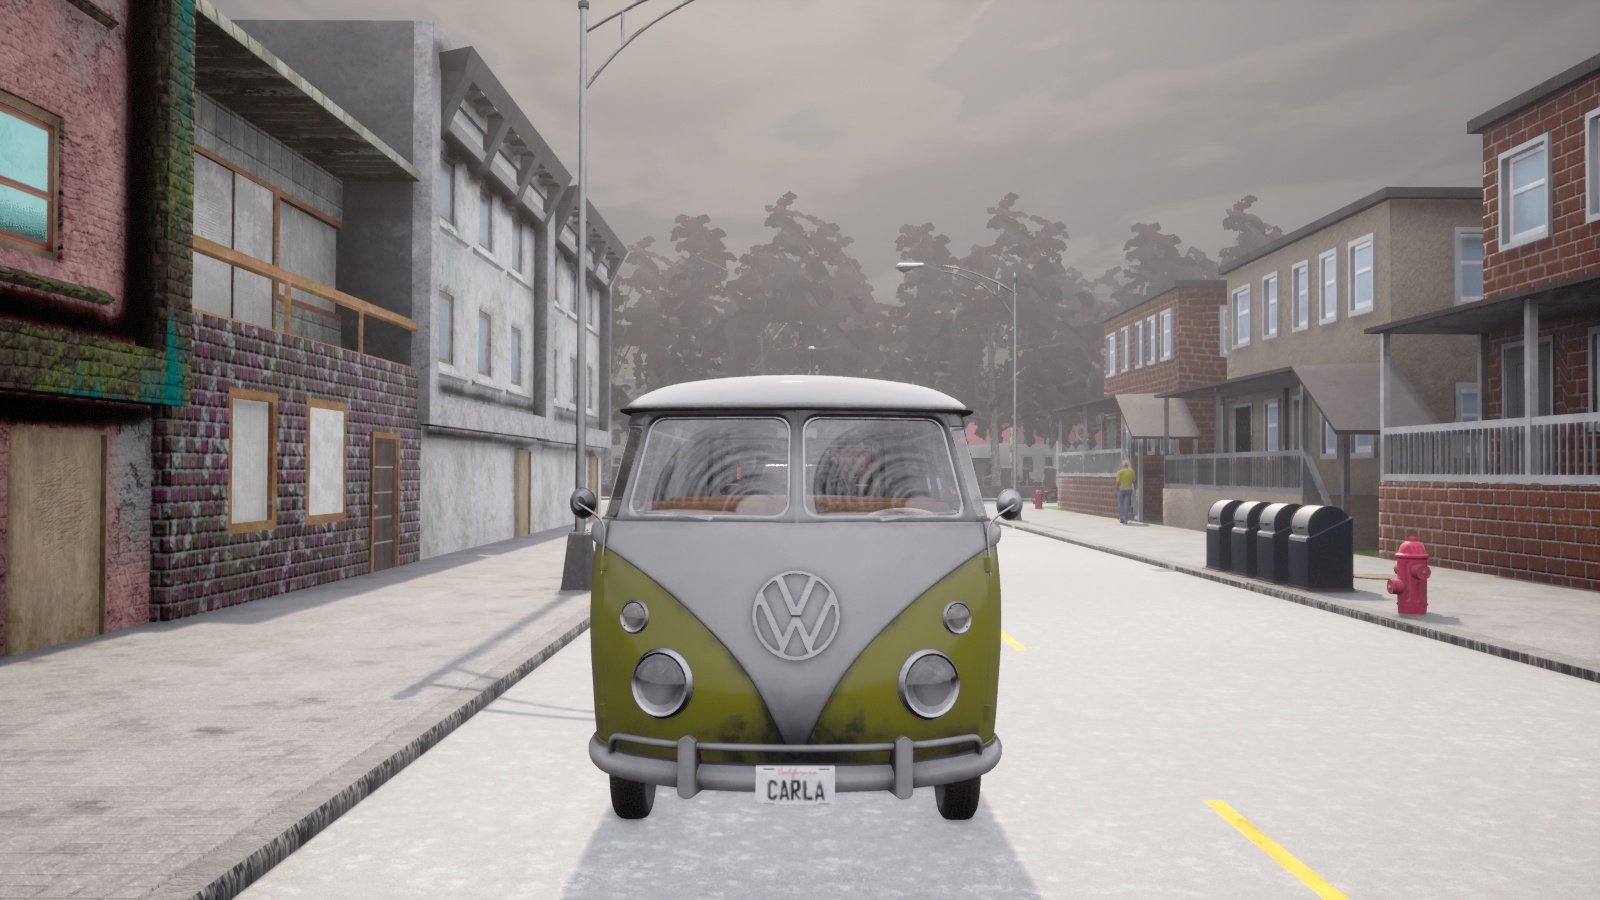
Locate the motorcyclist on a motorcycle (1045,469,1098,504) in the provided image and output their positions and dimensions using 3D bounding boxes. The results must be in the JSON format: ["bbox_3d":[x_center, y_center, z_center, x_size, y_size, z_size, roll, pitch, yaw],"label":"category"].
[{"bbox_3d":[12.958,1.718,59.966,2.350,1.649,0.766,0,-1,-1],"label":"motorcyclist on a motorcycle"}]

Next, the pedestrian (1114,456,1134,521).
[{"bbox_3d":[9.200,1.084,35.632,0.354,1.836,0.706,0,-1,-1],"label":"pedestrian"}]

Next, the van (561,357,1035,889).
[{"bbox_3d":[-0.016,0.684,6.936,1.775,1.987,4.442,0,-1,0],"label":"van"}]
